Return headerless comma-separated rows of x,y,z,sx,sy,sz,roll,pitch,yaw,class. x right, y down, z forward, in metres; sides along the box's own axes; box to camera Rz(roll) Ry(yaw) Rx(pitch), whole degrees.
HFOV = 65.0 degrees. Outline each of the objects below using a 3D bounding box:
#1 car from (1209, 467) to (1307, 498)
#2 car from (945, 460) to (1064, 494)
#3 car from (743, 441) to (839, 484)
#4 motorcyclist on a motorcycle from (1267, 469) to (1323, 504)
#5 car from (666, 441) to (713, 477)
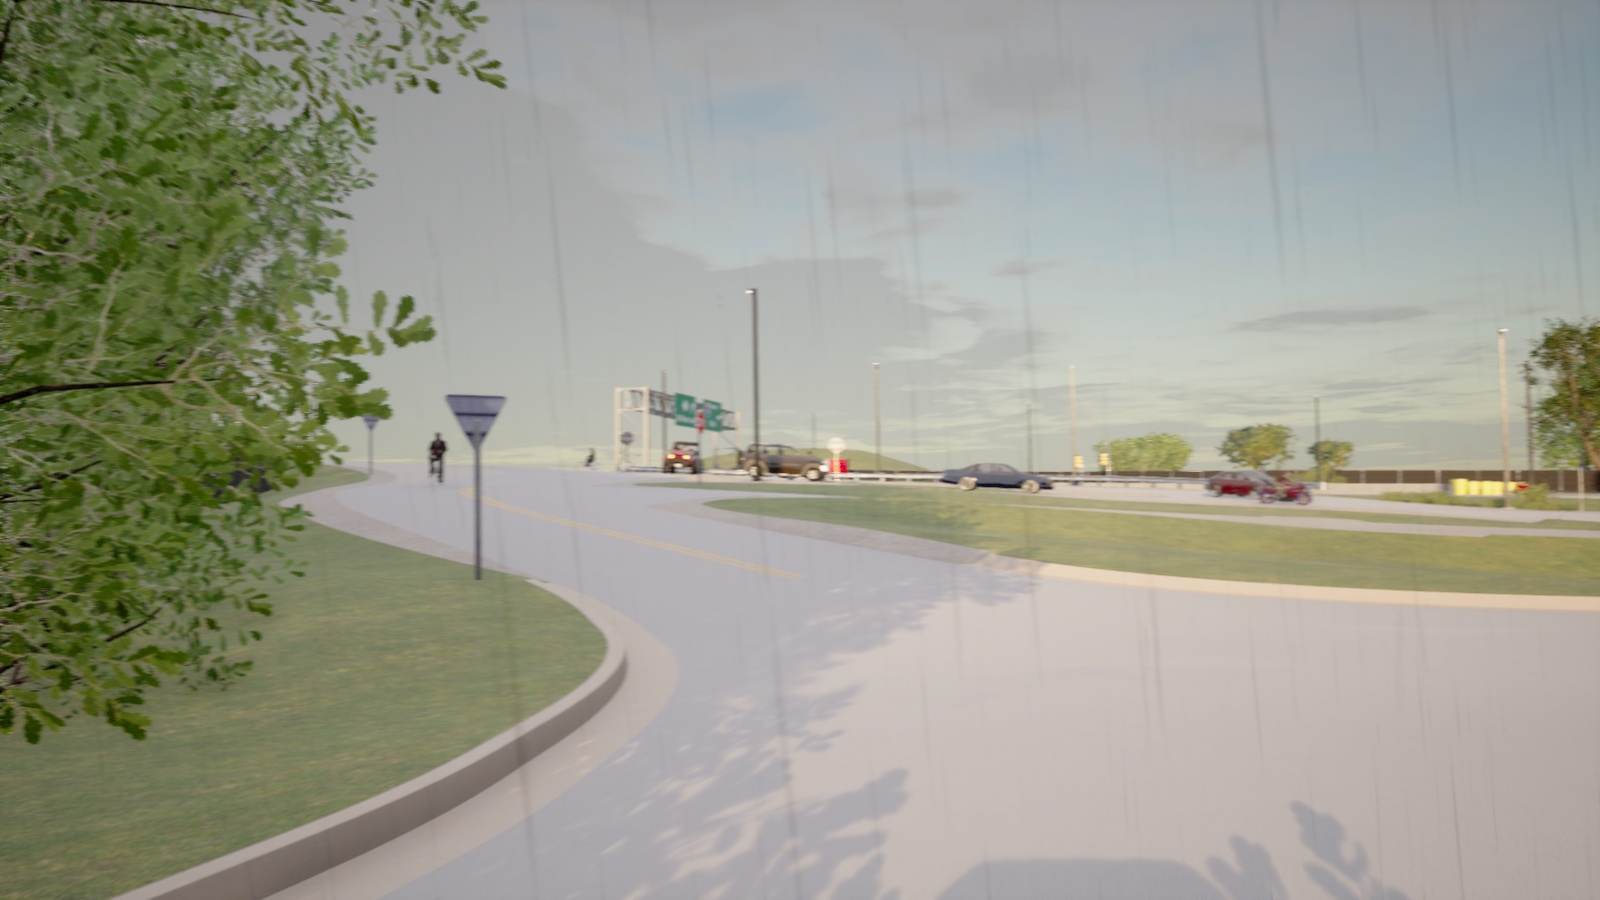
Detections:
23.903,1.667,65.742,2.163,1.488,4.792,-1,1,-23,car
9.758,1.294,59.881,5.357,1.411,2.033,2,-1,16,car
-0.451,0.636,62.475,4.605,1.855,1.932,3,-1,0,car
22.323,1.631,56.658,2.191,1.530,0.866,1,-2,13,motorcyclist on a motorcycle
-6.169,0.534,70.456,1.905,1.878,3.866,2,-1,4,car
